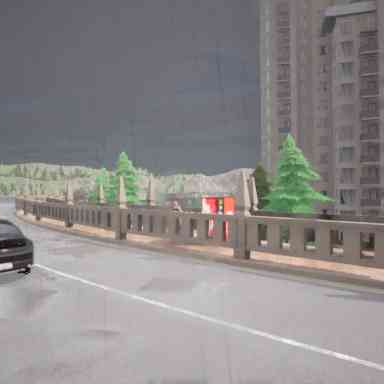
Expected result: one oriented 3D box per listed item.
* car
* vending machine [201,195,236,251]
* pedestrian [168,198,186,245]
[{"bbox_3d":[-6.186,1.502,9.470,4.892,1.490,1.837,0,0,42],"label":"car"},{"bbox_3d":[1.055,1.186,13.218,0.880,2.100,1.100,-1,0,41],"label":"vending machine"},{"bbox_3d":[-0.590,1.132,12.830,0.375,1.860,0.375,-1,-1,42],"label":"pedestrian"}]
